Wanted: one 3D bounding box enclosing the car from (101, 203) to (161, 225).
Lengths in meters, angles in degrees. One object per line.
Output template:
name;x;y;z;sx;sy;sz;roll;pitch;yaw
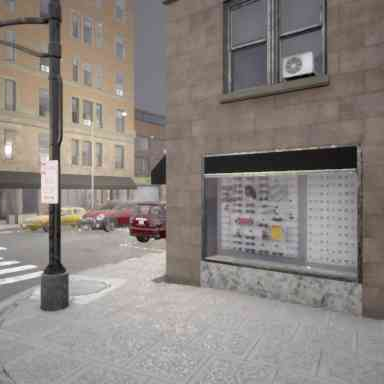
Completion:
car;-4.425;1.548;24.850;1.947;1.339;4.313;0;0;35

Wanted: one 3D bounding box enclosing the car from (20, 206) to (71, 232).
car;-7.754;1.519;20.070;1.752;1.417;4.829;0;0;35

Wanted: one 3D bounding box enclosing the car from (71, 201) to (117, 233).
car;-4.503;1.340;19.913;2.097;1.767;4.553;0;0;35

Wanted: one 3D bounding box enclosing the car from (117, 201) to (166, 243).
car;-0.676;1.305;15.314;2.192;1.841;5.009;0;0;35
